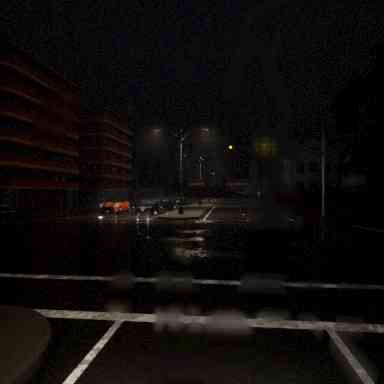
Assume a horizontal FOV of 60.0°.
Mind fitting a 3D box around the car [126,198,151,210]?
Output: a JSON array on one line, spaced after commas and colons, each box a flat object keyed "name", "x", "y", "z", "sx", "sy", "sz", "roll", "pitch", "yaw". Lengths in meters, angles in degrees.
[{"name": "car", "x": -7.093, "y": 1.545, "z": 44.407, "sx": 2.033, "sy": 1.411, "sz": 5.357, "roll": 0, "pitch": 0, "yaw": 6}]

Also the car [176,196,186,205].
[{"name": "car", "x": -2.139, "y": 1.491, "z": 57.881, "sx": 2.128, "sy": 1.511, "sz": 4.902, "roll": 0, "pitch": 0, "yaw": 6}]

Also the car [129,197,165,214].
[{"name": "car", "x": -4.569, "y": 1.491, "z": 34.916, "sx": 2.128, "sy": 1.511, "sz": 4.902, "roll": 0, "pitch": 0, "yaw": 6}]

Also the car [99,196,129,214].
[{"name": "car", "x": -8.083, "y": 1.352, "z": 34.990, "sx": 2.097, "sy": 1.767, "sz": 4.553, "roll": 0, "pitch": 0, "yaw": 6}]

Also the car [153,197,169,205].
[{"name": "car", "x": -5.464, "y": 1.600, "z": 59.679, "sx": 1.895, "sy": 1.301, "sz": 4.718, "roll": 0, "pitch": 0, "yaw": 6}]

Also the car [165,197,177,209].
[{"name": "car", "x": -3.607, "y": 1.600, "z": 44.126, "sx": 1.895, "sy": 1.301, "sz": 4.718, "roll": 0, "pitch": 0, "yaw": 6}]
